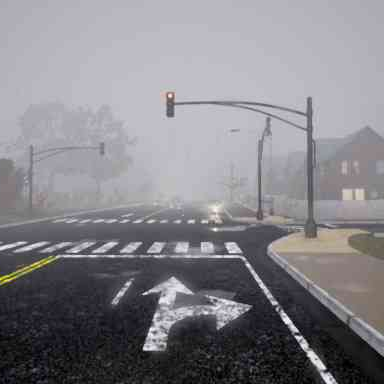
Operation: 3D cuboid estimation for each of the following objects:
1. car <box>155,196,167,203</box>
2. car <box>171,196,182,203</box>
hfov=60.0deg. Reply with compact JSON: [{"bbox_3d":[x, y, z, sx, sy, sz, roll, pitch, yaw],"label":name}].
[{"bbox_3d":[-6.319,1.495,68.173,1.882,1.535,5.008,0,0,5],"label":"car"},{"bbox_3d":[-3.085,1.533,67.855,1.812,1.442,4.674,0,0,5],"label":"car"}]
